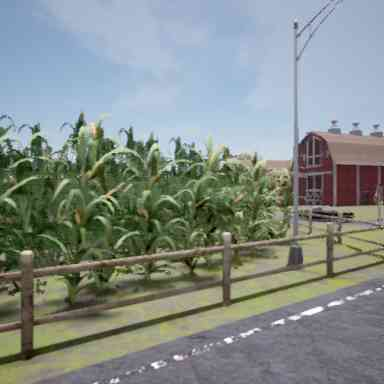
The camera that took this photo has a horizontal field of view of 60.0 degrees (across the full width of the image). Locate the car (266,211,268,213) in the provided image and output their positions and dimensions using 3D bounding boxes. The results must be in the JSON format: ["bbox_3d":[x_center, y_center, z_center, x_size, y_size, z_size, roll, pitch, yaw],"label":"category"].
[{"bbox_3d":[6.540,1.968,37.093,1.994,1.385,4.181,1,-1,-27],"label":"car"}]

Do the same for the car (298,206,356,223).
[{"bbox_3d":[11.346,1.839,28.342,1.895,1.301,4.718,1,-1,-30],"label":"car"}]
